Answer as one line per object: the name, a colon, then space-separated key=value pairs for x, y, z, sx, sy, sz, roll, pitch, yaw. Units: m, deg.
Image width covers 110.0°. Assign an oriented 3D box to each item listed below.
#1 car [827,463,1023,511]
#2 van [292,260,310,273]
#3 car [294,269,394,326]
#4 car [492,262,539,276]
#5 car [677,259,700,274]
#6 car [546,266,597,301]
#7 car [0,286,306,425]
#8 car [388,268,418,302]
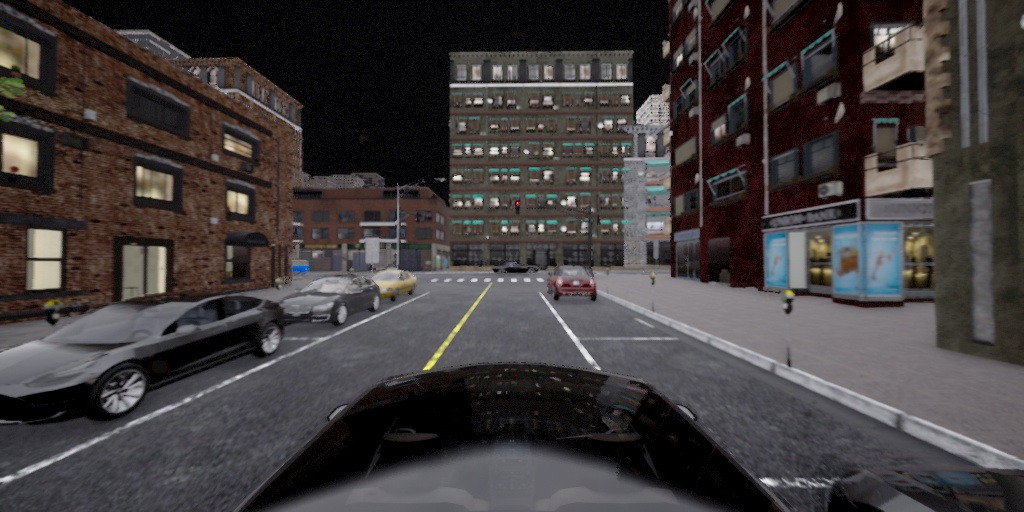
car: x=2.690 y=1.317 z=0.261 sx=1.948 sy=1.339 sz=4.313 roll=0 pitch=0 yaw=0
van: x=-26.052 y=1.370 z=42.220 sx=3.998 sy=1.789 sz=1.690 roll=0 pitch=0 yaw=1
car: x=-5.654 y=1.293 z=11.579 sx=2.007 sy=1.370 sz=4.403 roll=0 pitch=0 yaw=0
car: x=0.400 y=1.278 z=36.154 sx=4.718 sy=1.301 sz=1.895 roll=-1 pitch=-1 yaw=1
car: x=17.662 y=1.004 z=33.195 sx=4.829 sy=1.417 sz=1.751 roll=0 pitch=0 yaw=1
car: x=2.742 y=1.178 z=17.317 sx=1.967 sy=1.591 sz=4.097 roll=0 pitch=0 yaw=0
car: x=-5.655 y=1.313 z=5.891 sx=1.948 sy=1.339 sz=4.313 roll=0 pitch=0 yaw=0
car: x=-5.823 y=1.264 z=17.095 sx=1.751 sy=1.417 sz=4.829 roll=0 pitch=0 yaw=0
